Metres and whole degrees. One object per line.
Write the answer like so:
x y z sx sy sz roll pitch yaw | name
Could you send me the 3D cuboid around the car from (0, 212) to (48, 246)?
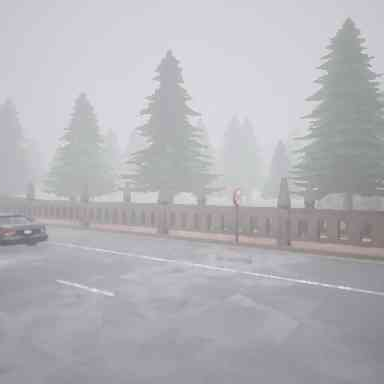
-8.274 1.563 14.070 5.357 1.411 2.033 0 0 35 | car
